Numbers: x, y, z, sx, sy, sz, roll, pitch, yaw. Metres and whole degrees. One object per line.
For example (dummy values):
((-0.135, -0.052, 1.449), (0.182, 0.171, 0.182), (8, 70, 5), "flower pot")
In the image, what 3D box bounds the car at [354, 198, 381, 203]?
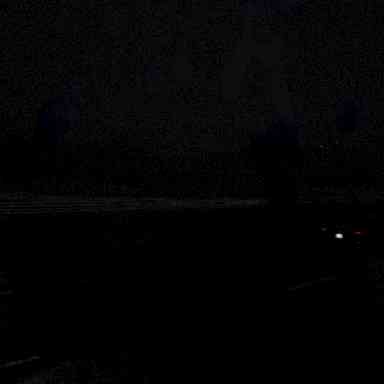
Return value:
((22.741, 1.454, 41.522), (4.718, 1.301, 1.895), (0, 0, -35), "car")

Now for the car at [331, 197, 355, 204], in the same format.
((20.737, 1.391, 44.391), (5.357, 1.411, 2.033), (0, 0, -35), "car")

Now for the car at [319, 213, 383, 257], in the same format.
((6.824, 1.516, 12.894), (4.181, 1.385, 1.994), (0, 0, -35), "car")

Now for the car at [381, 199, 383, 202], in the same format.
((24.771, 1.168, 38.671), (5.566, 2.045, 2.150), (0, 0, -35), "car")
